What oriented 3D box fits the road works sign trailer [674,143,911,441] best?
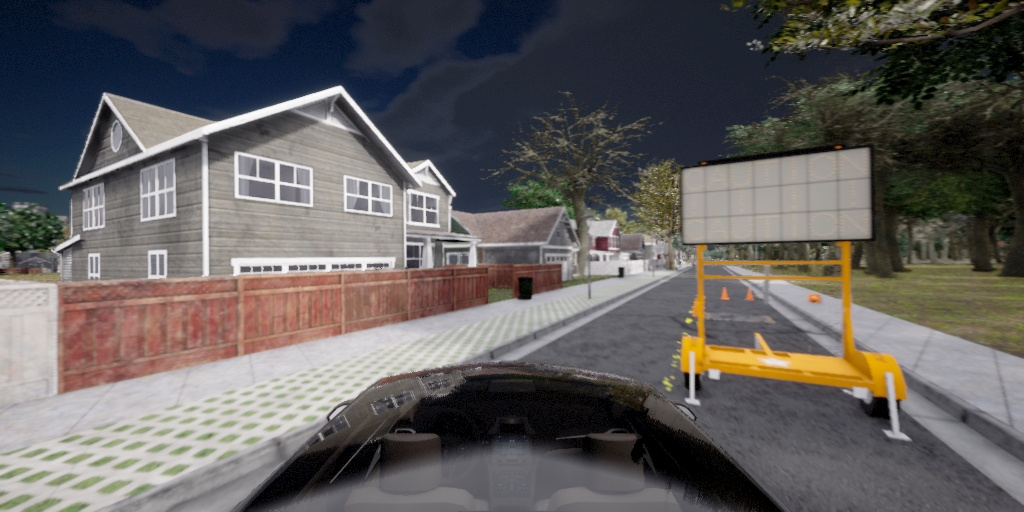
[{"bbox_3d":[4.002,0.213,5.614,2.380,3.560,2.880,0,0,29],"label":"road works sign trailer"}]
